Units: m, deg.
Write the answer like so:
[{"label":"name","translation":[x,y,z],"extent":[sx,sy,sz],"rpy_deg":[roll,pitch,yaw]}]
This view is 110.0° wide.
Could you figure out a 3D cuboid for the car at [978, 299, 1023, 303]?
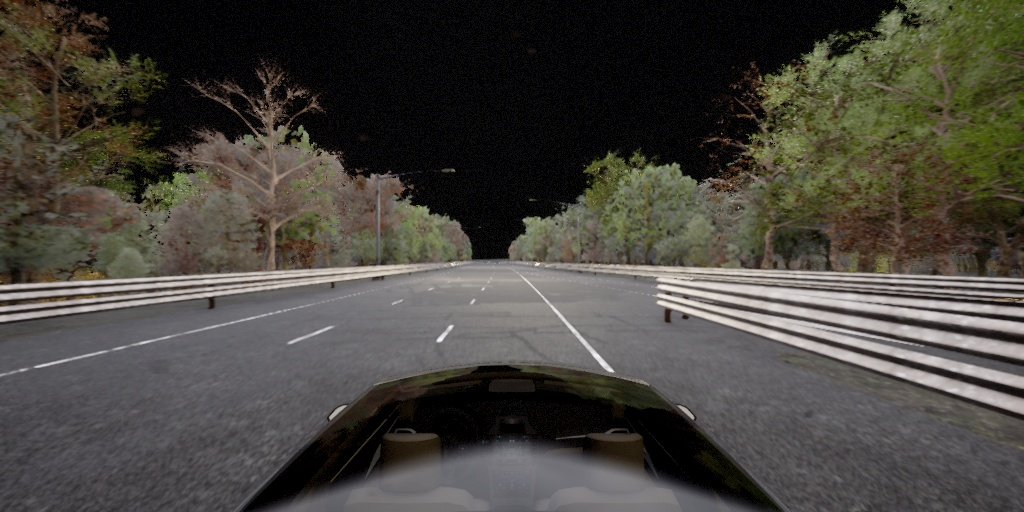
[{"label":"car","translation":[12.346,1.325,7.377],"extent":[1.882,1.535,5.008],"rpy_deg":[0,-1,-13]}]
